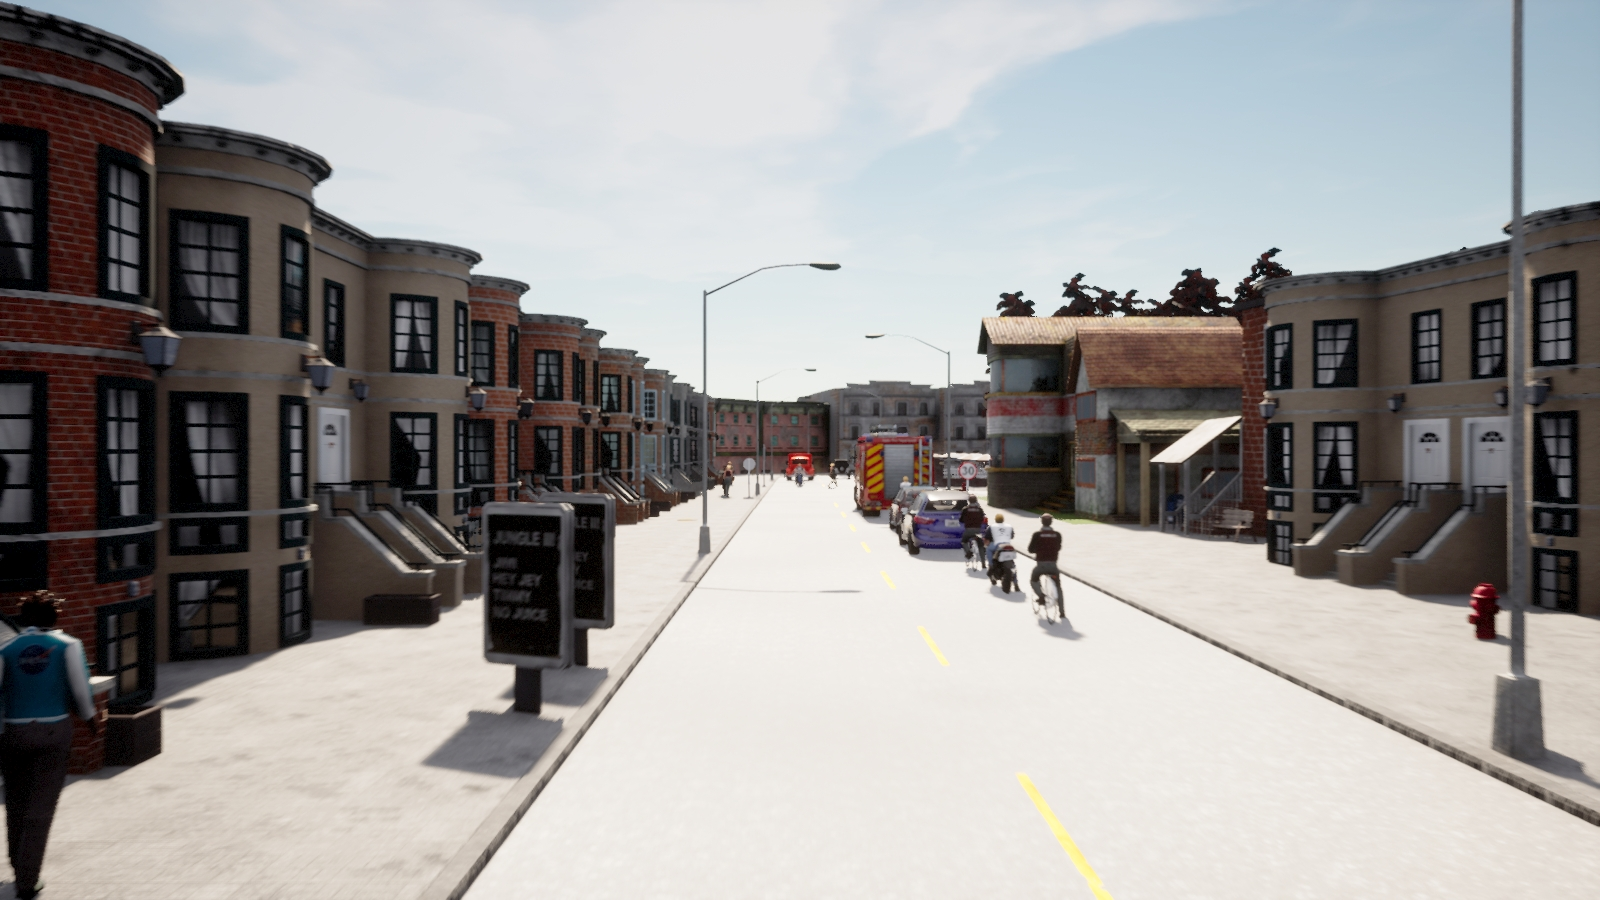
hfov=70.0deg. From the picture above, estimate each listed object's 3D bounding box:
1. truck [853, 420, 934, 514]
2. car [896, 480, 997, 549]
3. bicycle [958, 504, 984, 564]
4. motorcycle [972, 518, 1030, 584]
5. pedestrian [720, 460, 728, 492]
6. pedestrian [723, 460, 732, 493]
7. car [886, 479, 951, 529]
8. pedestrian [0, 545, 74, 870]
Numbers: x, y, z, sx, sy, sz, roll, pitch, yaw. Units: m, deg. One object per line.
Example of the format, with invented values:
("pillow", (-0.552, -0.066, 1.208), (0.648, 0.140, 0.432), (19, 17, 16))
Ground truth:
("truck", (3.985, 0.671, 50.653), (2.891, 3.827, 8.468), (0, 0, 0))
("car", (3.994, 1.747, 31.983), (2.242, 1.667, 4.611), (0, 0, 0))
("bicycle", (3.988, 1.940, 26.731), (0.329, 1.271, 1.835), (0, 0, 0))
("motorcycle", (3.995, 1.993, 22.819), (0.803, 1.145, 2.033), (0, 0, 0))
("pedestrian", (-4.397, 1.524, 66.471), (0.375, 1.860, 0.375), (0, 0, 13))
("pedestrian", (-4.103, 1.523, 64.699), (0.375, 1.860, 0.375), (0, 0, 11))
("car", (3.998, 1.800, 38.994), (1.789, 1.549, 3.705), (0, 0, 0))
("pedestrian", (-4.647, 1.525, 6.889), (0.375, 1.860, 0.375), (0, 0, -18))
